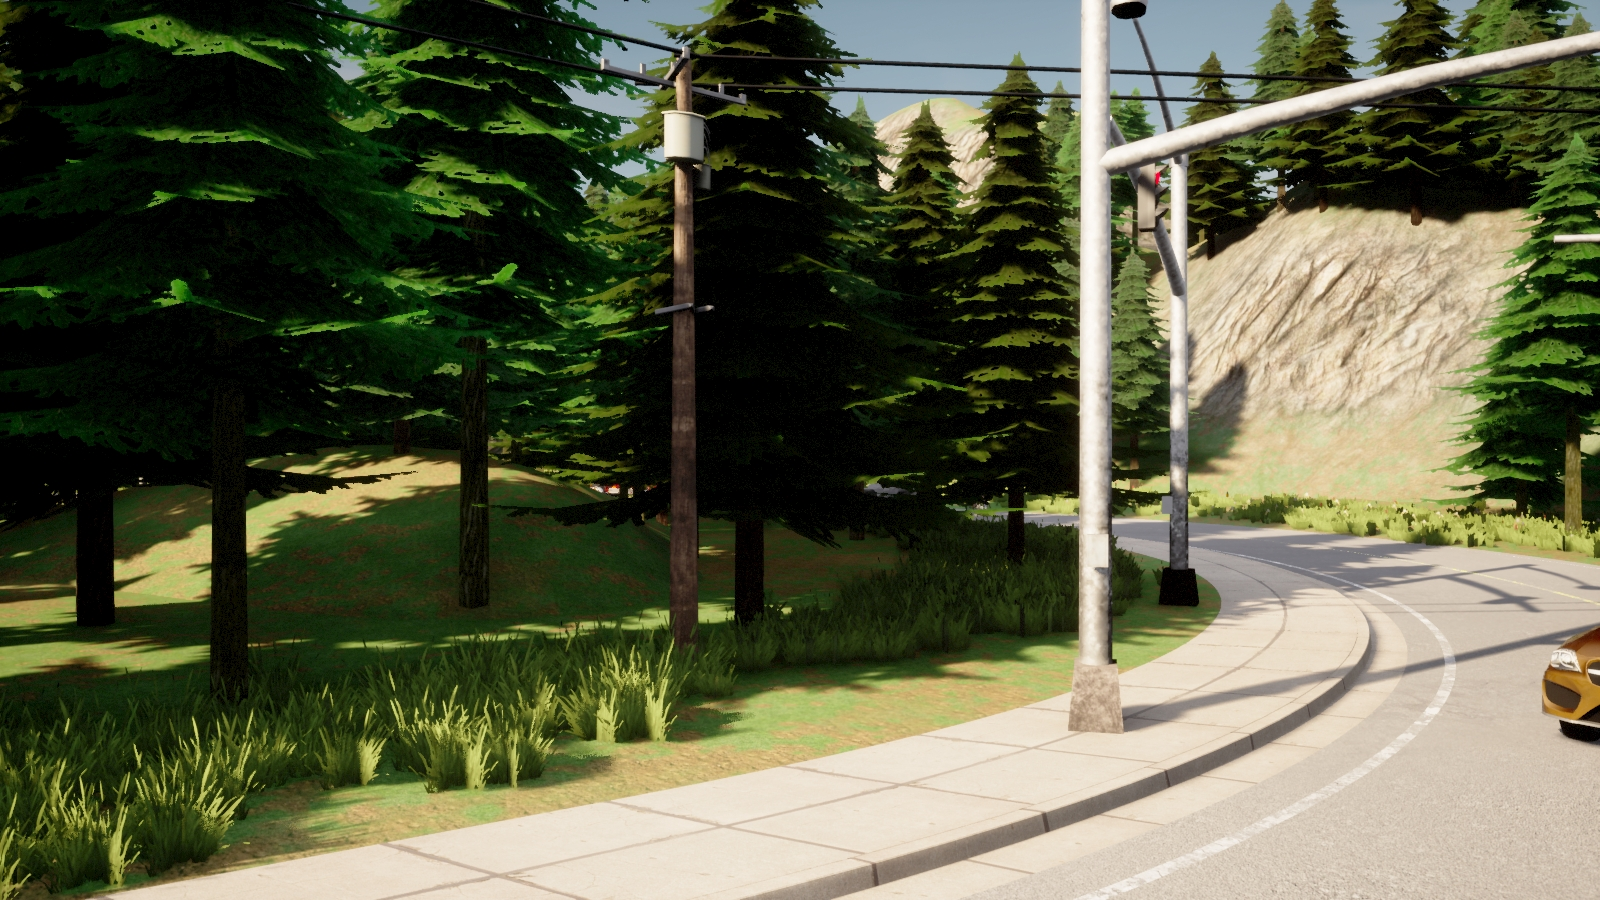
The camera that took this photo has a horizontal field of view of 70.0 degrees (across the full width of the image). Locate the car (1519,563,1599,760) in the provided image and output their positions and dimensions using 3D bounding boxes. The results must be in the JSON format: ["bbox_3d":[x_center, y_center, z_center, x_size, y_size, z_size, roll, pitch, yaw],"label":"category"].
[{"bbox_3d":[9.577,1.970,11.147,5.027,1.651,2.152,0,0,-29],"label":"car"}]
